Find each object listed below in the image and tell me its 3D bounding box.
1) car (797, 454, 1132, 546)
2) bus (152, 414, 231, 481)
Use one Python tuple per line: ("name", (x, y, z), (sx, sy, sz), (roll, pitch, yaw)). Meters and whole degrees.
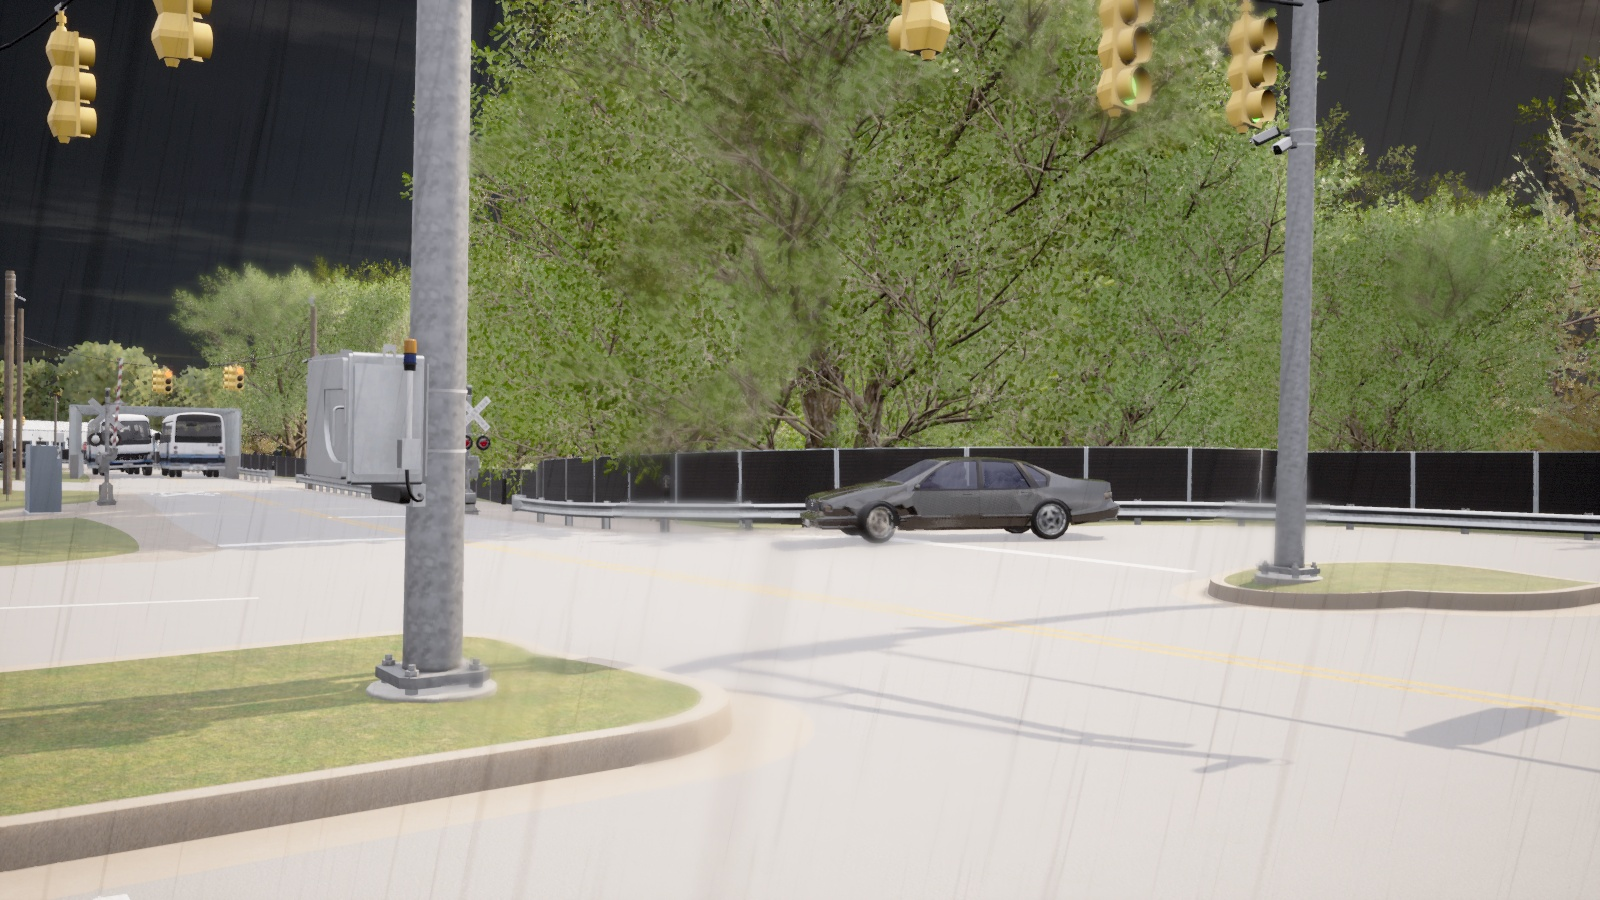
("car", (2.768, 0.806, 21.674), (5.357, 1.411, 2.033), (-1, 0, -11))
("bus", (-41.691, -0.122, 85.871), (3.944, 4.253, 10.273), (1, -1, -31))
